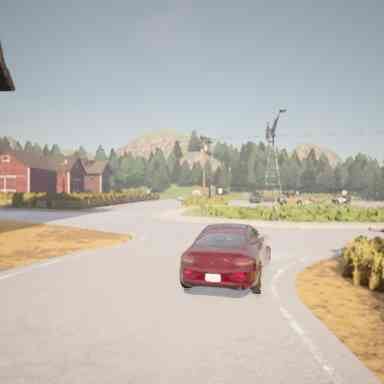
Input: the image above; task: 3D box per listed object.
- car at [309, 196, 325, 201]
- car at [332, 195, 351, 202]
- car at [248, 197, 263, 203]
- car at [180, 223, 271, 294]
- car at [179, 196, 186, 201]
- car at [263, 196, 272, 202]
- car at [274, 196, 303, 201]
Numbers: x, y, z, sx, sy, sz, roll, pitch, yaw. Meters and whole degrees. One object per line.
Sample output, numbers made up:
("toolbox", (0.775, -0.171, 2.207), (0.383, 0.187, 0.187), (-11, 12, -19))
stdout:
("car", (31.786, 1.793, 84.030), (4.193, 1.474, 1.816), (0, 0, 3))
("car", (31.705, 1.554, 70.537), (3.866, 1.878, 1.905), (0, 0, 3))
("car", (13.424, 1.787, 72.384), (2.033, 1.411, 5.357), (0, 0, 3))
("car", (1.022, 1.556, 8.888), (1.812, 1.442, 4.674), (0, 0, 15))
("car", (-2.696, 1.916, 94.350), (1.895, 1.301, 4.718), (0, 0, 3))
("car", (18.878, 1.805, 83.458), (3.905, 1.438, 1.784), (0, 0, 3))
("car", (17.976, 1.518, 60.997), (4.605, 1.855, 1.932), (0, 0, 3))
